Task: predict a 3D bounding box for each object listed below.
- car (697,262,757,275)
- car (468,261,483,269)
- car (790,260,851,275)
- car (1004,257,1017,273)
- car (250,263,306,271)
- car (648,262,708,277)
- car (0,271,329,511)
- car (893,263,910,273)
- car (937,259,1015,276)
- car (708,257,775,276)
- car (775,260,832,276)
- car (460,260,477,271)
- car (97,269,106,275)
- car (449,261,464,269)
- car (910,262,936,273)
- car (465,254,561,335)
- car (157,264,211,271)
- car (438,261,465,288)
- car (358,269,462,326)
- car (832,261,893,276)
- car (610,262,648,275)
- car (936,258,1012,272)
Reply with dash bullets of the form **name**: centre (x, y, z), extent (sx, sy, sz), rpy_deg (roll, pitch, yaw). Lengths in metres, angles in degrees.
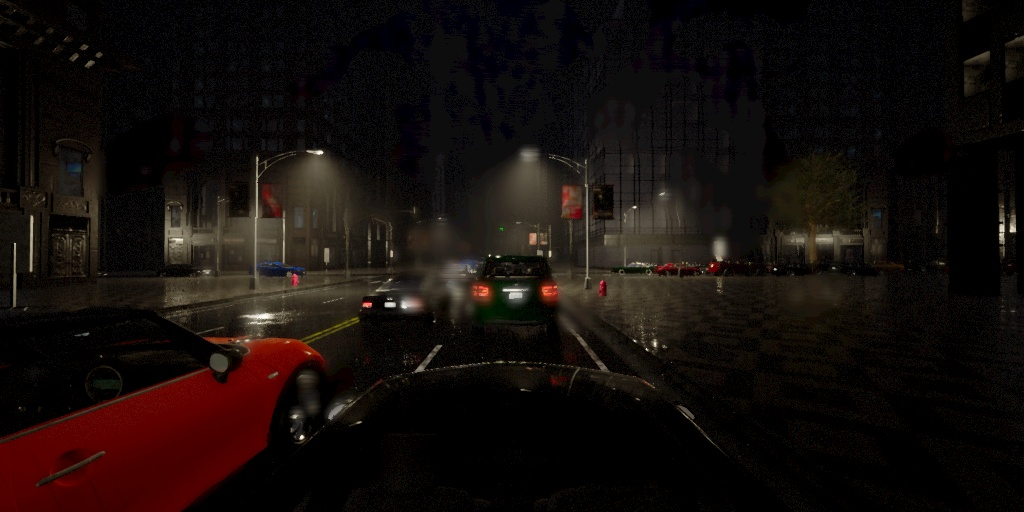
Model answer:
- **car**: centre (23.460, 1.335, 39.214), extent (5.357, 1.411, 2.033), rpy_deg (0, -1, -1)
- **car**: centre (-6.456, 1.599, 64.023), extent (2.033, 1.411, 5.357), rpy_deg (0, 0, 1)
- **car**: centre (33.762, 1.251, 39.341), extent (4.902, 1.511, 2.128), rpy_deg (0, -1, -1)
- **car**: centre (49.195, 0.973, 33.792), extent (5.009, 1.841, 2.192), rpy_deg (0, 0, -1)
- **car**: centre (-23.041, 1.407, 35.415), extent (5.008, 1.535, 1.882), rpy_deg (0, -1, 0)
- **car**: centre (15.367, 1.327, 33.322), extent (4.207, 1.307, 1.802), rpy_deg (0, 0, -1)
- **car**: centre (-3.147, 1.102, 2.293), extent (2.097, 1.767, 4.553), rpy_deg (0, 0, 0)
- **car**: centre (43.274, 1.296, 42.235), extent (4.829, 1.417, 1.751), rpy_deg (0, 0, -1)
- **car**: centre (43.557, 1.214, 33.714), extent (4.507, 1.381, 1.888), rpy_deg (0, 0, -1)
- **car**: centre (21.006, 1.041, 33.400), extent (5.009, 1.841, 2.192), rpy_deg (0, 0, -1)
- **car**: centre (26.643, 1.276, 33.478), extent (4.313, 1.339, 1.948), rpy_deg (0, 0, -1)
- **car**: centre (-6.504, 1.457, 53.861), extent (1.882, 1.535, 5.008), rpy_deg (0, 0, 0)
- **car**: centre (-43.221, 1.527, 35.470), extent (4.892, 1.490, 1.837), rpy_deg (0, -1, 0)
- **car**: centre (-9.716, 1.571, 63.168), extent (1.812, 1.442, 4.674), rpy_deg (0, 0, 1)
- **car**: centre (49.084, 1.326, 42.316), extent (4.313, 1.339, 1.948), rpy_deg (0, 0, -1)
- **car**: centre (0.114, 0.979, 10.620), extent (2.150, 2.045, 5.566), rpy_deg (0, 0, 0)
- **car**: centre (-32.336, 1.498, 35.437), extent (4.674, 1.442, 1.812), rpy_deg (0, -1, 0)
- **car**: centre (-3.121, 1.281, 21.565), extent (2.128, 1.511, 4.902), rpy_deg (0, 0, 0)
- **car**: centre (-3.121, 1.307, 11.705), extent (2.033, 1.411, 5.357), rpy_deg (0, 0, 0)
- **car**: centre (32.280, 1.260, 33.557), extent (4.313, 1.339, 1.948), rpy_deg (0, 0, -1)
- **car**: centre (13.211, 1.422, 39.067), extent (4.718, 1.301, 1.895), rpy_deg (0, -1, 0)
- **car**: centre (46.784, 1.198, 36.334), extent (4.892, 1.490, 1.837), rpy_deg (0, -1, -1)
